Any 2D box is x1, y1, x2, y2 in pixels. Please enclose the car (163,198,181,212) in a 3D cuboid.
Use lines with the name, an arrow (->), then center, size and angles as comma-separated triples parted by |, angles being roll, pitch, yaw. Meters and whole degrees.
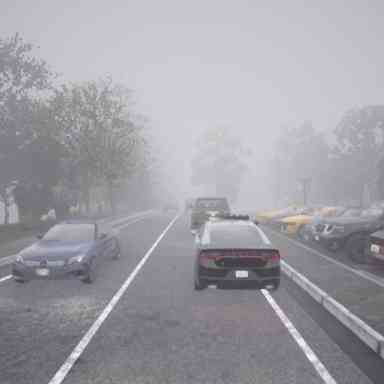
car -> -3.215, 1.981, 50.806 | 2.150, 2.045, 5.566 | 0, -2, 0

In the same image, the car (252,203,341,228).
car -> 6.957, 1.555, 22.562 | 5.366, 1.575, 1.946 | 0, 0, 0

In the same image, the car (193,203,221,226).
car -> 1.039, 1.613, 25.127 | 1.882, 1.535, 5.008 | 0, -1, 0

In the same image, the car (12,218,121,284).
car -> -3.326, 1.538, 9.757 | 1.812, 1.442, 4.674 | 0, 0, 0

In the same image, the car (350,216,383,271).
car -> 7.129, 1.524, 8.695 | 4.792, 1.488, 2.163 | 0, 0, 0

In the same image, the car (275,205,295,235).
car -> 7.132, 1.513, 17.020 | 5.008, 1.535, 2.097 | 0, 0, 0

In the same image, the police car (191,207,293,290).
police car -> 0.998, 1.436, 9.215 | 1.930, 1.638, 5.238 | 0, 0, 0

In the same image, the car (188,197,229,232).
car -> 1.024, 1.290, 19.156 | 2.150, 2.045, 5.566 | 0, -1, 0

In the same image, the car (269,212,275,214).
car -> 7.139, 1.533, 19.792 | 4.892, 1.521, 2.231 | 0, 0, 0

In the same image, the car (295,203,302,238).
car -> 7.148, 1.377, 14.244 | 4.553, 1.767, 2.185 | 0, 0, 0

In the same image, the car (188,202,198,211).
car -> 0.153, 2.596, 59.681 | 1.837, 1.490, 4.892 | 0, -2, 0

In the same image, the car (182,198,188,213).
car -> 0.134, 1.791, 44.927 | 2.150, 2.045, 5.566 | 0, -2, 0

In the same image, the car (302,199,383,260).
car -> 7.080, 1.246, 11.472 | 5.566, 2.045, 2.435 | 0, 0, 0
